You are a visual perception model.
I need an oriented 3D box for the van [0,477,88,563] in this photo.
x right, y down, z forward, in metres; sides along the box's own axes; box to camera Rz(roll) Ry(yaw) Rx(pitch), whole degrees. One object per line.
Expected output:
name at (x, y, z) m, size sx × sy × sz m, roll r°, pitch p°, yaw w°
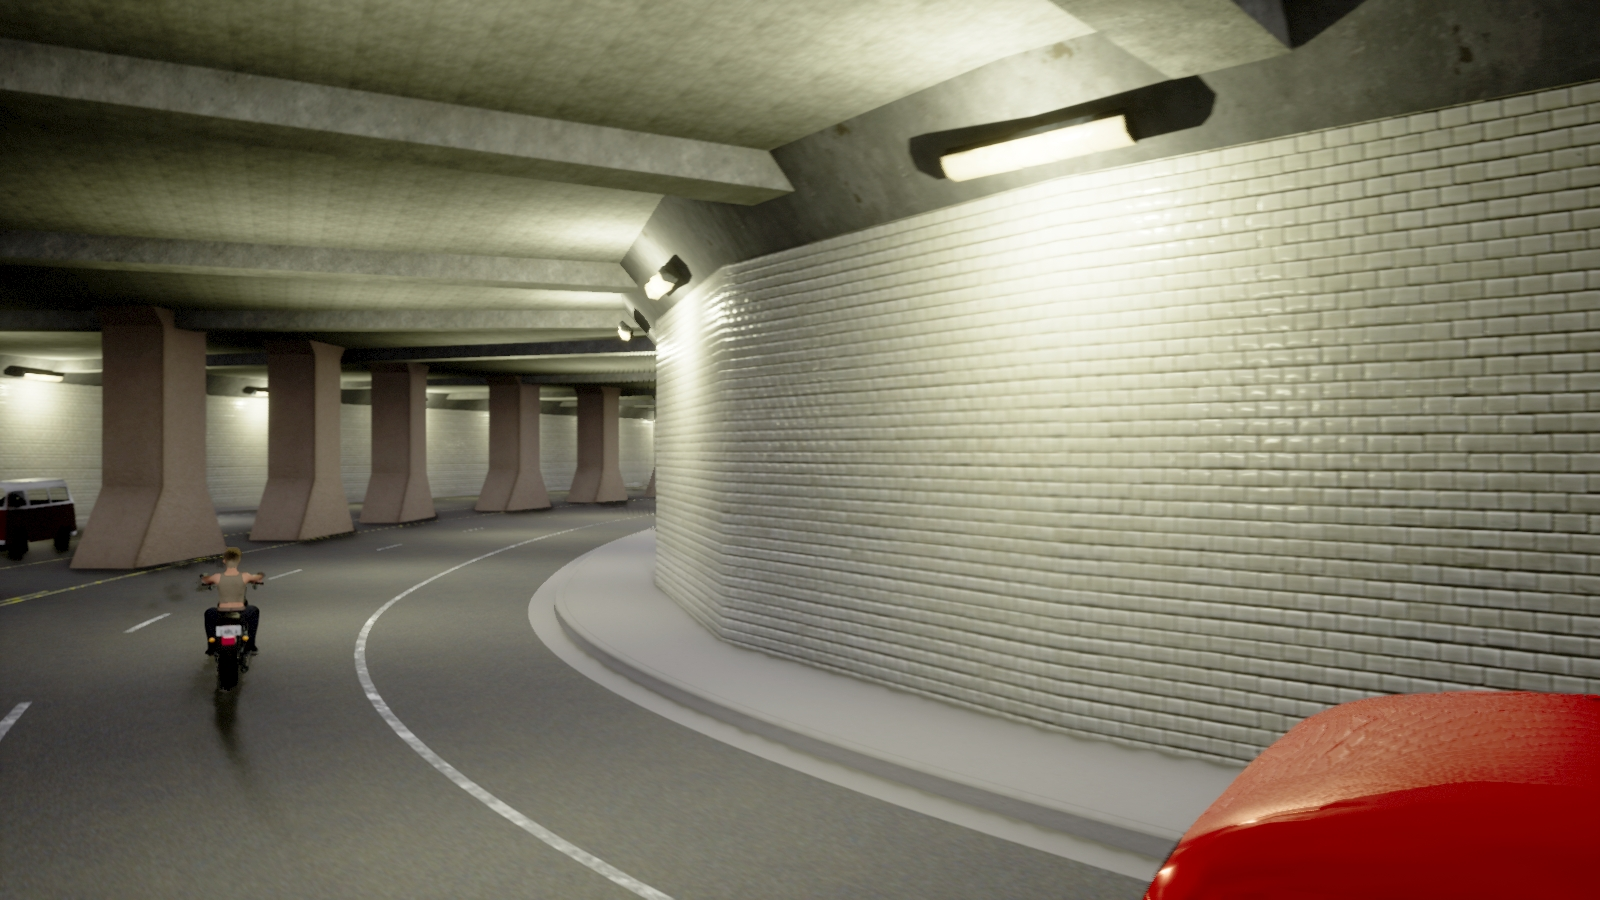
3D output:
van at (-21.199, 1.793, 30.604) m, size 2.069 × 2.038 × 4.480 m, roll 0°, pitch 0°, yaw -10°

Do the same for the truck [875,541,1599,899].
truck at (3.017, 1.573, 1.589) m, size 5.204 × 2.467 × 2.627 m, roll 0°, pitch 0°, yaw 35°
